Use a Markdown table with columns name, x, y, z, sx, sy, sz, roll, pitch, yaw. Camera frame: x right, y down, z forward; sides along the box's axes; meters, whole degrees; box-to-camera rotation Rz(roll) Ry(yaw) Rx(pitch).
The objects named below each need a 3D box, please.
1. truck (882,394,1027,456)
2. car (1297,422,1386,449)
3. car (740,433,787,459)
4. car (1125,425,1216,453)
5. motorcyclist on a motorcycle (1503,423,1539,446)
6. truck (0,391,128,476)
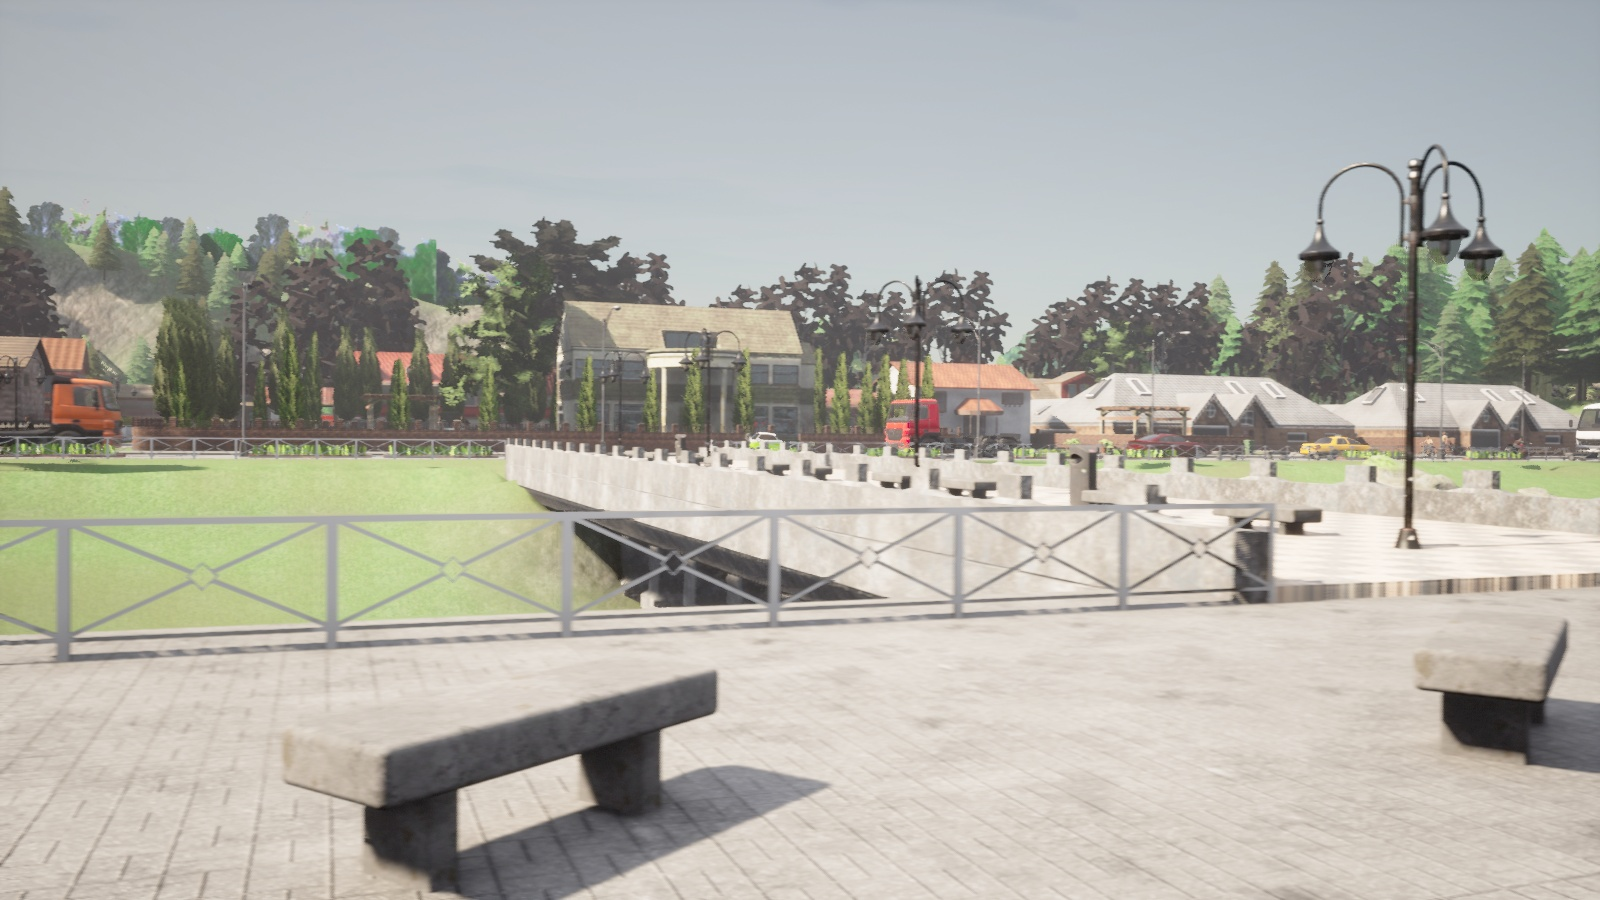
| name | x | y | z | sx | sy | sz | roll | pitch | yaw |
| --- | --- | --- | --- | --- | --- | --- | --- | --- | --- |
| truck | 9.027 | -1.472 | 73.159 | 7.936 | 3.462 | 2.891 | -1 | 1 | -21 |
| car | 33.754 | -0.902 | 78.273 | 5.366 | 1.575 | 1.801 | -1 | 1 | -21 |
| car | -2.021 | -0.248 | 68.979 | 2.207 | 1.376 | 1.481 | -1 | 1 | -21 |
| car | 21.750 | -0.659 | 73.720 | 5.008 | 1.535 | 1.882 | -1 | 1 | -21 |
| motorcyclist on a motorcycle | 48.071 | -1.049 | 83.706 | 2.191 | 1.530 | 0.866 | -1 | 1 | -21 |
| truck | -33.030 | -0.688 | 52.924 | 7.936 | 3.462 | 2.891 | -1 | 1 | -21 |
